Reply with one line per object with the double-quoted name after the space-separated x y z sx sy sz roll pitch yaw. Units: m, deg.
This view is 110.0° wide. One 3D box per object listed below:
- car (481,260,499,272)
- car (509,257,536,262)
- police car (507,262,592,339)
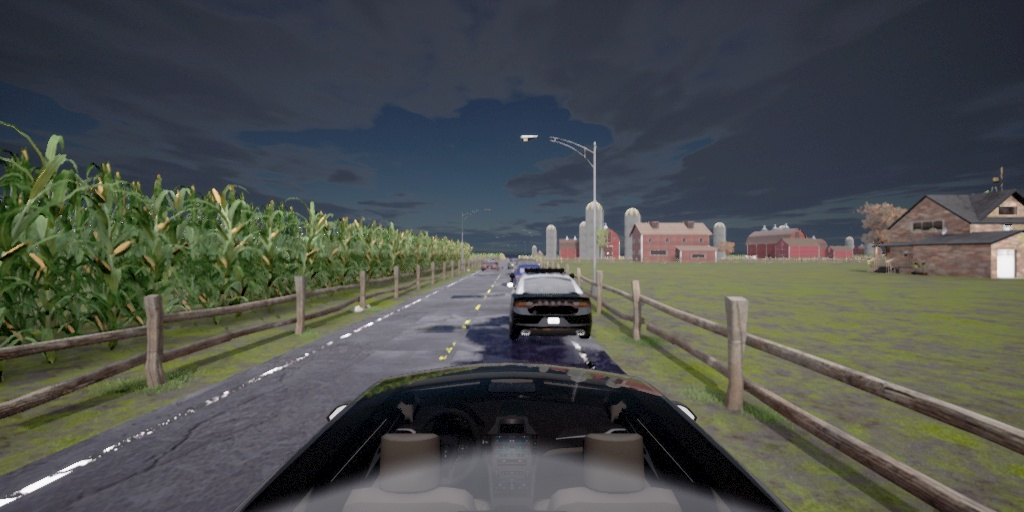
-2.542 1.110 42.625 1.994 1.385 4.181 0 0 0 "car"
1.004 0.974 25.911 2.097 1.767 4.553 0 0 0 "car"
0.887 1.131 10.052 1.930 1.638 5.238 0 0 0 "police car"
